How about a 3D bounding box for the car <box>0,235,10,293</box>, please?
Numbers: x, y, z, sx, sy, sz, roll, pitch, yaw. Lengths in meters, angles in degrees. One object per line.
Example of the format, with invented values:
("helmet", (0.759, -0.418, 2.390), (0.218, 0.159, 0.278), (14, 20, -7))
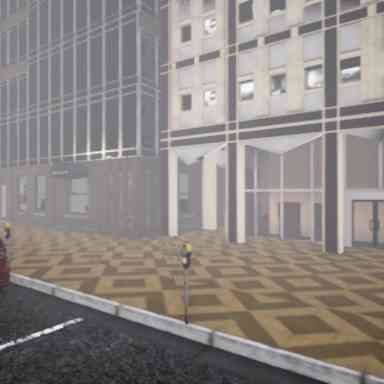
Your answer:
("car", (-5.819, 1.300, 7.032), (5.009, 1.841, 2.192), (0, 0, 36))
